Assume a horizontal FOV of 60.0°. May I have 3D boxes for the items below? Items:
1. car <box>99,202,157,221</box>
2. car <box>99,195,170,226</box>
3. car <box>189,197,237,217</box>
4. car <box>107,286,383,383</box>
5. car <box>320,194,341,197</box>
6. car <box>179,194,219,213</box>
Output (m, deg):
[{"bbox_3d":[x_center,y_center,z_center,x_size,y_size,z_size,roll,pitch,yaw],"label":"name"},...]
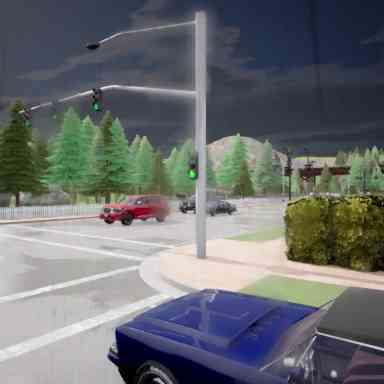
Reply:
[{"bbox_3d":[-5.348,1.601,28.182,1.895,1.301,4.718,0,0,38],"label":"car"},{"bbox_3d":[-3.997,1.221,24.249,2.150,2.045,5.566,0,0,38],"label":"car"},{"bbox_3d":[2.364,1.547,32.282,2.033,1.411,5.357,0,0,38],"label":"car"},{"bbox_3d":[1.432,1.601,2.943,4.718,1.301,1.895,0,0,36],"label":"car"},{"bbox_3d":[16.210,1.221,38.203,2.150,2.045,5.566,0,0,38],"label":"car"},{"bbox_3d":[0.983,1.221,36.168,2.150,2.045,5.566,0,0,39],"label":"car"}]
